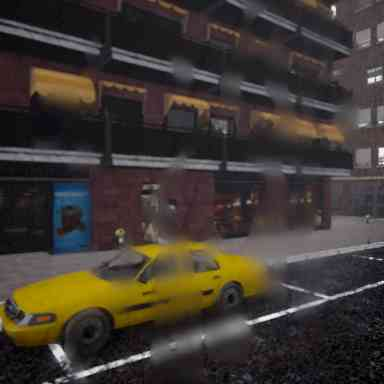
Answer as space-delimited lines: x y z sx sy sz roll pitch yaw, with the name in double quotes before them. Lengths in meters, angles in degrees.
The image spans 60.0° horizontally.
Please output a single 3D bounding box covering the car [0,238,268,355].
"car" -0.708 1.558 6.069 4.829 1.417 1.752 1 -1 -35
